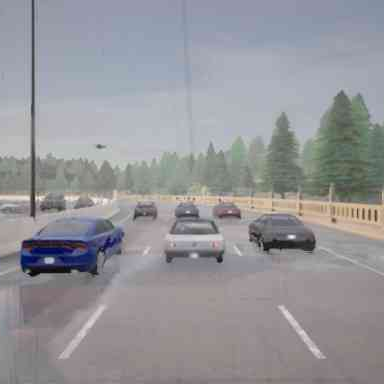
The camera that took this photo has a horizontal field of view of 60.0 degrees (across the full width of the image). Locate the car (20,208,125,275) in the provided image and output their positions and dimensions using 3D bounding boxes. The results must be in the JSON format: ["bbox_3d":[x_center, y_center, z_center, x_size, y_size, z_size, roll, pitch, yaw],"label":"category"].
[{"bbox_3d":[-3.428,1.490,10.489,1.882,1.535,5.008,0,0,0],"label":"car"}]

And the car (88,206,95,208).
[{"bbox_3d":[-13.176,1.401,41.044,2.097,1.767,4.553,0,0,-13],"label":"car"}]

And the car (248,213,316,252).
[{"bbox_3d":[3.583,1.581,13.943,1.994,1.385,4.181,0,0,0],"label":"car"}]

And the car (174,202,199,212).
[{"bbox_3d":[-0.531,1.599,29.391,1.994,1.385,4.181,0,0,-5],"label":"car"}]

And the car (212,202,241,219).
[{"bbox_3d":[2.981,1.599,29.418,1.994,1.385,4.181,0,0,-5],"label":"car"}]

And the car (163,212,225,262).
[{"bbox_3d":[0.081,1.615,12.179,1.895,1.301,4.718,0,0,0],"label":"car"}]

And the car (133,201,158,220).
[{"bbox_3d":[-3.976,1.526,28.801,2.128,1.511,4.902,0,0,-5],"label":"car"}]
